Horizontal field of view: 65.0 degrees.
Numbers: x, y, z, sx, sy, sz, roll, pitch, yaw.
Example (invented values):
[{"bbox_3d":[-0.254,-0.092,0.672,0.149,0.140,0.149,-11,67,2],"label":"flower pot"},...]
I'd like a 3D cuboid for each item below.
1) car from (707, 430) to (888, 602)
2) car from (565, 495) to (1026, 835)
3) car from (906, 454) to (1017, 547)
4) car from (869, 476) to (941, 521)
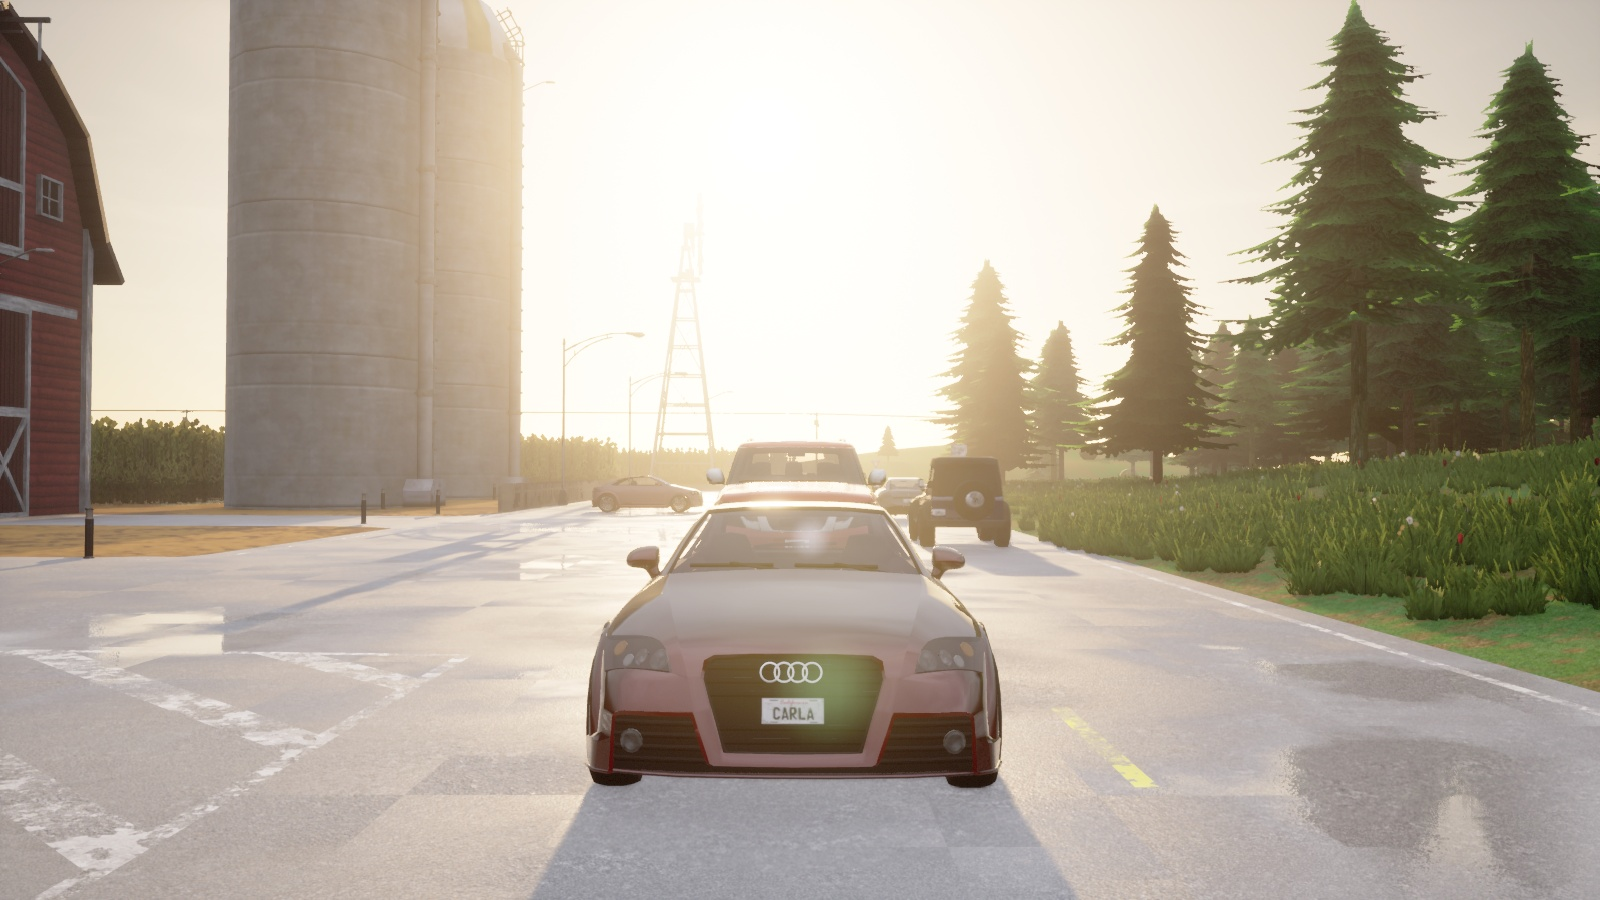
[{"bbox_3d":[-0.049,0.832,17.781,2.150,2.045,5.566,0,-1,0],"label":"car"},{"bbox_3d":[-0.017,1.005,7.538,1.994,1.385,4.181,0,-1,0],"label":"car"},{"bbox_3d":[3.429,1.054,27.311,1.905,1.878,3.866,0,-1,0],"label":"car"},{"bbox_3d":[3.393,1.555,41.228,1.994,1.385,4.181,0,-1,0],"label":"car"}]
